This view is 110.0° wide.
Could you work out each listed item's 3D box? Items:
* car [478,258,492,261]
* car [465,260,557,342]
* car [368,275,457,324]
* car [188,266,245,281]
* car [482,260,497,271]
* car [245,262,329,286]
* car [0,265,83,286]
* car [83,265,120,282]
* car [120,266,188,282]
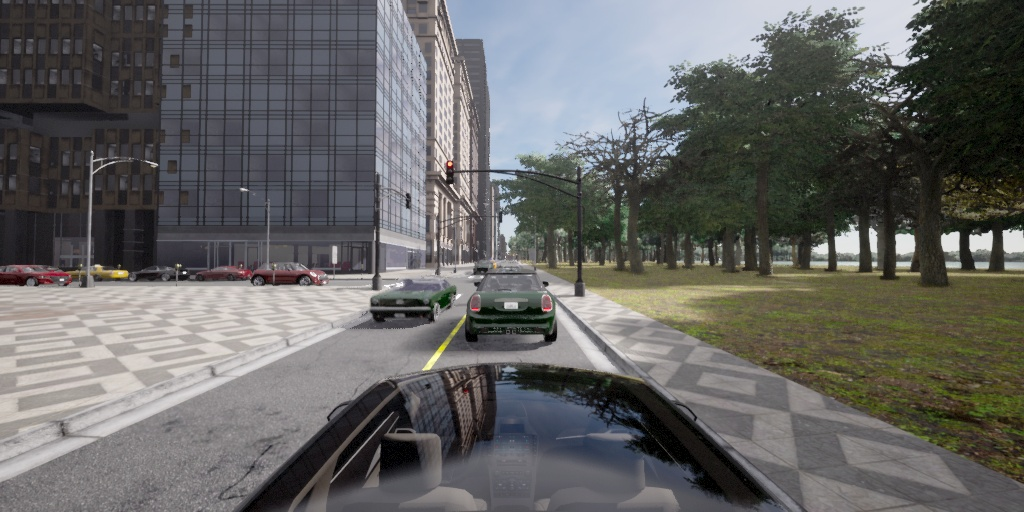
[{"bbox_3d":[-3.218,1.180,41.241,2.097,1.767,4.553,0,0,0],"label":"car"},{"bbox_3d":[-0.010,1.108,9.968,2.097,1.767,4.553,0,0,0],"label":"car"},{"bbox_3d":[-3.127,1.359,12.211,1.895,1.301,4.718,0,0,0],"label":"car"},{"bbox_3d":[-24.575,1.493,30.649,4.207,1.307,1.802,0,0,0],"label":"car"},{"bbox_3d":[-3.240,1.353,53.349,1.882,1.535,5.008,0,0,0],"label":"car"},{"bbox_3d":[-13.599,1.119,22.174,4.097,1.591,1.967,0,0,-1],"label":"car"},{"bbox_3d":[-30.030,1.234,22.103,4.507,1.381,1.888,0,0,0],"label":"car"},{"bbox_3d":[-35.719,1.443,30.601,4.829,1.417,1.751,0,0,0],"label":"car"},{"bbox_3d":[-30.061,1.480,30.626,4.313,1.339,1.948,0,0,0],"label":"car"}]
